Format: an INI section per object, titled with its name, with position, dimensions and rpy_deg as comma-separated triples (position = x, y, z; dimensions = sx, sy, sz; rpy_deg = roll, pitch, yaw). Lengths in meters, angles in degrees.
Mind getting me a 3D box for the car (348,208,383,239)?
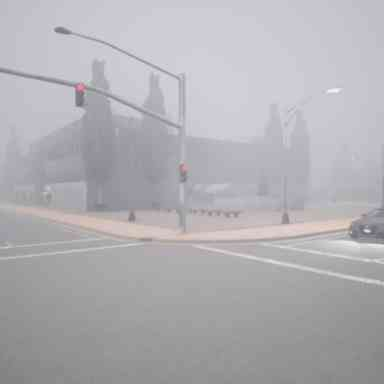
[car]
position = 9.139, 1.482, 15.627
dimensions = 4.181, 1.385, 1.994
rpy_deg = 0, 0, -39
